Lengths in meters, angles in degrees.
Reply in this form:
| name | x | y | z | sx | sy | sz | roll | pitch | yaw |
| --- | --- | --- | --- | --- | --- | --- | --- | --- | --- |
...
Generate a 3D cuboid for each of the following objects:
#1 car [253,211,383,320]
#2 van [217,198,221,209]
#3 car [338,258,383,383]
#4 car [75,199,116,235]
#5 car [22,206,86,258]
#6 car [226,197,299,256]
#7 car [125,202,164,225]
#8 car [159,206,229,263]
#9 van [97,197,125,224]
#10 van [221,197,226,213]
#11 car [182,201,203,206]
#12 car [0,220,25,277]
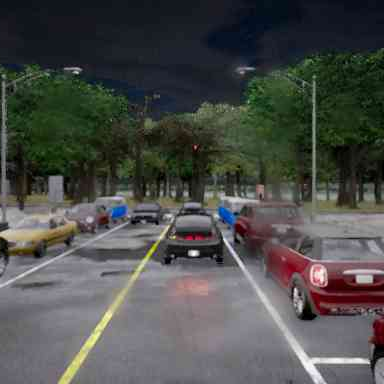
| name | x | y | z | sx | sy | sz | roll | pitch | yaw |
| --- | --- | --- | --- | --- | --- | --- | --- | --- | --- |
| car | 2.759 | 1.410 | 7.264 | 1.967 | 1.590 | 4.097 | 0 | 0 | 0 |
| van | 2.753 | 1.247 | 23.576 | 1.690 | 1.788 | 3.998 | 0 | 0 | 0 |
| car | 2.761 | 1.536 | 1.827 | 1.887 | 1.381 | 4.507 | 0 | 0 | 0 |
| car | -5.770 | 1.368 | 18.136 | 1.967 | 1.590 | 4.097 | 0 | 0 | 0 |
| car | -5.768 | 1.475 | 12.529 | 1.752 | 1.417 | 4.829 | 0 | 0 | 0 |
| car | 2.757 | 1.263 | 12.701 | 2.192 | 1.841 | 5.009 | 0 | 0 | 0 |
| car | -3.004 | 1.455 | 23.307 | 2.033 | 1.411 | 5.357 | 0 | 0 | 0 |
| car | 0.062 | 1.458 | 11.805 | 1.837 | 1.490 | 4.892 | 0 | 1 | 0 |
| van | -5.772 | 1.248 | 23.574 | 1.690 | 1.788 | 3.998 | 0 | 0 | 0 |
| van | 2.755 | 1.268 | 18.139 | 1.690 | 1.788 | 3.998 | 0 | 0 | 0 |
| car | 0.003 | 1.412 | 23.278 | 1.837 | 1.490 | 4.892 | 0 | 0 | -1 |
| car | -5.766 | 1.536 | 7.262 | 1.947 | 1.339 | 4.313 | 0 | 0 | 0 |
